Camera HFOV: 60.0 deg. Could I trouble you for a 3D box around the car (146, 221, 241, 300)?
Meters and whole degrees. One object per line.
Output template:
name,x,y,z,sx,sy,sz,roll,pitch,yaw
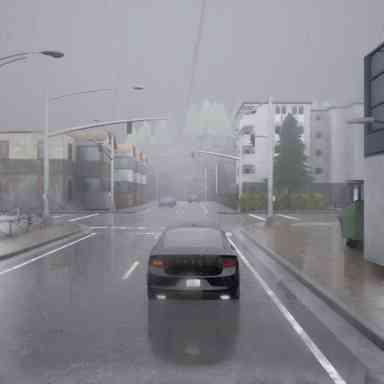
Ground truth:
car,0.047,1.478,8.434,1.882,1.535,5.008,0,0,1

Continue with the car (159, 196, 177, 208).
car,-3.609,1.477,47.401,1.882,1.535,5.008,0,0,0

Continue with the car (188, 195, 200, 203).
car,0.470,1.353,69.707,2.097,1.767,4.553,0,0,7

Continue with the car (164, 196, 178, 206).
car,-3.591,1.491,57.752,2.128,1.511,4.902,0,0,0
